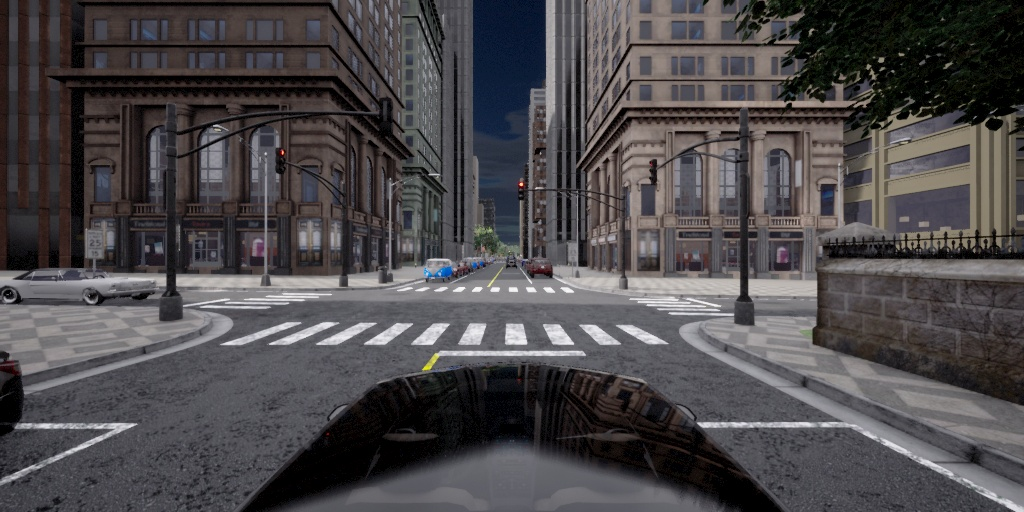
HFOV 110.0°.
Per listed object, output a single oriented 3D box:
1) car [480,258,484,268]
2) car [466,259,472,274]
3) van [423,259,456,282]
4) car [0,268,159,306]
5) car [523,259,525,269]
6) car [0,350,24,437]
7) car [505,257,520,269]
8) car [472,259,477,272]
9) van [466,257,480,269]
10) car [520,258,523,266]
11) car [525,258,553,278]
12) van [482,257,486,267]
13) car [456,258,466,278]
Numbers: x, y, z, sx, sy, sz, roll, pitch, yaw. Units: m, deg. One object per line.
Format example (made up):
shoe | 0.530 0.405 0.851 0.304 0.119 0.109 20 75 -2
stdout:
car | -5.870 1.347 55.640 1.888 1.381 4.507 0 0 0
car | -5.837 1.322 39.316 1.888 1.381 4.507 0 0 0
van | -5.816 1.105 28.434 1.690 1.789 3.998 0 0 0
car | -16.565 1.120 13.679 4.718 1.301 1.895 1 0 0
car | 2.688 1.092 39.341 2.192 1.841 5.009 0 0 0
car | -5.763 1.316 1.777 1.948 1.339 4.313 0 0 0
car | -0.063 1.312 59.091 1.837 1.490 4.892 0 0 1
car | -5.848 1.351 44.757 1.948 1.339 4.313 0 0 0
van | -5.859 1.134 50.198 1.690 1.789 3.998 0 0 0
car | 2.656 1.352 55.663 2.007 1.370 4.403 0 0 0
car | 2.699 1.085 33.901 2.192 1.841 5.009 0 0 0
van | -5.881 1.151 61.081 1.690 1.789 3.998 0 0 0
car | -5.826 1.210 33.875 1.967 1.591 4.097 0 0 0
